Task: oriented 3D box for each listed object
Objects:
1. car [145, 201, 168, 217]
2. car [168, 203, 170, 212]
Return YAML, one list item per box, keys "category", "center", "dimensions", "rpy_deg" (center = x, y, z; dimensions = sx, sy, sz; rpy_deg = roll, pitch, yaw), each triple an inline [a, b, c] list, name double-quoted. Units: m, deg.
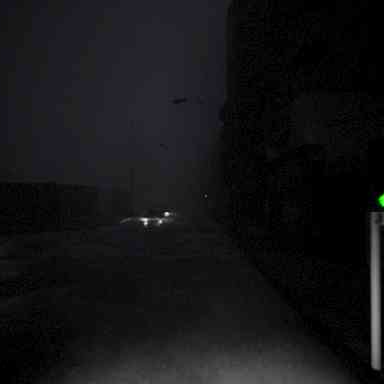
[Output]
- category: "car"
  center: [-4.140, 1.962, 37.426]
  dimensions: [1.882, 1.535, 5.008]
  rpy_deg: [0, -1, 0]
- category: "car"
  center: [-4.119, 2.119, 47.452]
  dimensions: [1.837, 1.490, 4.892]
  rpy_deg: [0, -1, 1]
